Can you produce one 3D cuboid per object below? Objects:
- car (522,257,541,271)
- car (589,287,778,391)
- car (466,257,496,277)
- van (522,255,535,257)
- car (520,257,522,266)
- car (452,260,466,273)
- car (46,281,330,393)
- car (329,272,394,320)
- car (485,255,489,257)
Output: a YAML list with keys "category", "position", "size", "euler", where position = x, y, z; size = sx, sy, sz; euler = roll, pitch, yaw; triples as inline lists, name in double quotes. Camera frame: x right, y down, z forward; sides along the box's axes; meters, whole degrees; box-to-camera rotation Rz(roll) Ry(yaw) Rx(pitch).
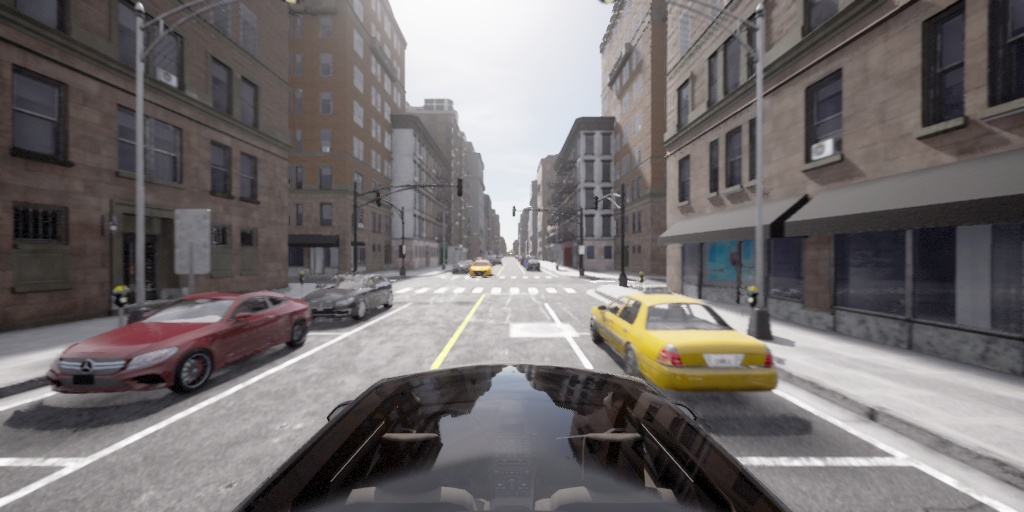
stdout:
- category: "car"
  position: [2.610, 1.129, 44.578]
  size: [2.007, 1.370, 4.403]
  euler: [0, 0, 0]
- category: "car"
  position: [2.635, 1.256, 6.784]
  size: [1.751, 1.417, 4.829]
  euler: [0, 0, 0]
- category: "car"
  position: [-2.768, 1.145, 32.991]
  size: [1.882, 1.535, 5.008]
  euler: [0, 1, 0]
- category: "van"
  position: [2.607, 0.897, 49.984]
  size: [1.690, 1.789, 3.998]
  euler: [0, 0, 0]
- category: "car"
  position: [2.605, 1.116, 55.390]
  size: [1.802, 1.307, 4.207]
  euler: [0, 0, 0]
- category: "car"
  position: [-5.416, 1.150, 39.165]
  size: [2.007, 1.370, 4.403]
  euler: [0, 0, 0]
- category: "car"
  position: [-5.390, 1.313, 6.607]
  size: [1.802, 1.307, 4.207]
  euler: [0, 0, 0]
- category: "car"
  position: [-5.394, 1.259, 12.289]
  size: [2.007, 1.370, 4.403]
  euler: [0, 0, 0]
- category: "car"
  position: [-5.451, 0.952, 60.789]
  size: [1.967, 1.591, 4.097]
  euler: [0, 0, 0]
